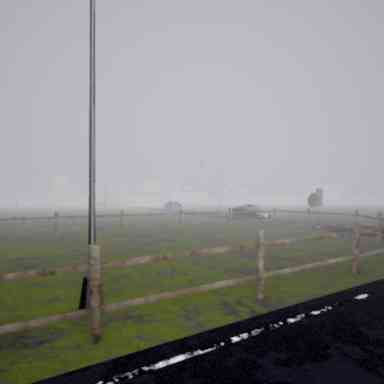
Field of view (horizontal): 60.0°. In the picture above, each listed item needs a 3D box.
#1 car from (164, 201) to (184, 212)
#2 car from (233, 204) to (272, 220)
[{"bbox_3d":[-2.853,2.204,52.305,2.097,1.767,4.553,1,-1,-23],"label":"car"},{"bbox_3d":[5.724,1.924,32.021,2.128,1.511,4.902,1,-1,-23],"label":"car"}]
